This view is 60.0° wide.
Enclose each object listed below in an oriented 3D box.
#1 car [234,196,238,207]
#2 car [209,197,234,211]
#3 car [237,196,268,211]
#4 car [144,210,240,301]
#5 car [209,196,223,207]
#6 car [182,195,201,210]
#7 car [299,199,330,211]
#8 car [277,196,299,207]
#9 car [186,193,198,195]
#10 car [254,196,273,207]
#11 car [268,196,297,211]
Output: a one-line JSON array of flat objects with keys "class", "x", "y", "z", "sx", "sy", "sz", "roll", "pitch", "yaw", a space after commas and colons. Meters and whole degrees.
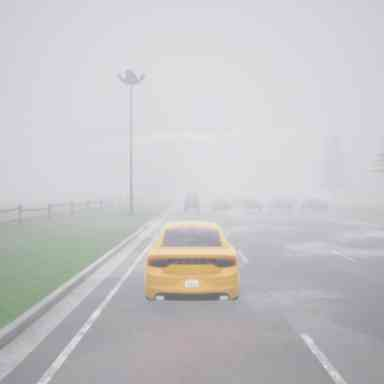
[{"class": "car", "x": 6.993, "y": 1.370, "z": 49.404, "sx": 2.128, "sy": 1.511, "sz": 4.902, "roll": 0, "pitch": 0, "yaw": 0}, {"class": "car", "x": 3.498, "y": 1.466, "z": 39.645, "sx": 1.994, "sy": 1.385, "sz": 4.181, "roll": 0, "pitch": 0, "yaw": 0}, {"class": "car", "x": 6.997, "y": 1.450, "z": 39.083, "sx": 2.033, "sy": 1.411, "sz": 5.357, "roll": 0, "pitch": 0, "yaw": 0}, {"class": "car", "x": -0.002, "y": 1.457, "z": 8.351, "sx": 1.882, "sy": 1.535, "sz": 5.008, "roll": 0, "pitch": 0, "yaw": 0}, {"class": "car", "x": 3.493, "y": 1.403, "z": 49.679, "sx": 1.812, "sy": 1.442, "sz": 4.674, "roll": 0, "pitch": 0, "yaw": 0}, {"class": "car", "x": -0.009, "y": 1.410, "z": 38.375, "sx": 1.837, "sy": 1.490, "sz": 4.892, "roll": 0, "pitch": 0, "yaw": 0}, {"class": "car", "x": 13.989, "y": 1.453, "z": 38.219, "sx": 2.033, "sy": 1.411, "sz": 5.357, "roll": 0, "pitch": 0, "yaw": 0}, {"class": "car", "x": 13.988, "y": 1.384, "z": 48.824, "sx": 1.837, "sy": 1.490, "sz": 4.892, "roll": 0, "pitch": 0, "yaw": 0}, {"class": "car", "x": -0.013, "y": 1.101, "z": 48.806, "sx": 2.150, "sy": 2.045, "sz": 5.566, "roll": 0, "pitch": 0, "yaw": 0}, {"class": "car", "x": 10.490, "y": 1.404, "z": 49.213, "sx": 1.812, "sy": 1.442, "sz": 4.674, "roll": 0, "pitch": 0, "yaw": 0}, {"class": "car", "x": 10.496, "y": 1.429, "z": 39.162, "sx": 1.812, "sy": 1.442, "sz": 4.674, "roll": 0, "pitch": 0, "yaw": 0}]
